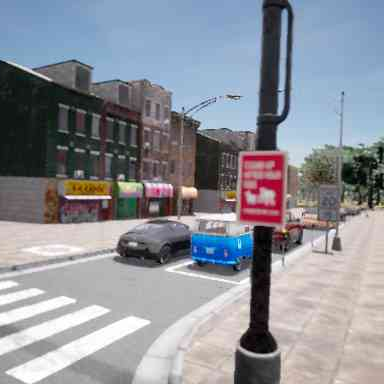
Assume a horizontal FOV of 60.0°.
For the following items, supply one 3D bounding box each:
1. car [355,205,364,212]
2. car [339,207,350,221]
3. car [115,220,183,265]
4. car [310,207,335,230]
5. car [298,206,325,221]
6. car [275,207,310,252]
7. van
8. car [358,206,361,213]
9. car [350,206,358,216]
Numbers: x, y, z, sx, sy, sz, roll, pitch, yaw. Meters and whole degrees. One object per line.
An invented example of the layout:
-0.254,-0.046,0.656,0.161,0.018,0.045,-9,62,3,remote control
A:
41.555,4.072,82.508,1.887,1.381,4.507,1,-1,30,car
17.516,2.723,40.224,1.887,1.381,4.507,2,-1,30,car
-0.986,1.787,12.992,1.994,1.385,4.181,3,0,31,car
10.736,2.167,28.037,2.097,1.767,4.553,3,0,30,car
14.454,2.525,40.039,2.128,1.511,4.902,3,0,30,car
4.166,1.789,16.736,2.192,1.841,5.009,2,-1,30,car
1.494,1.677,12.037,1.690,1.788,3.998,2,-1,30,van
28.200,3.315,59.017,2.008,1.369,4.403,2,-1,30,car
25.529,3.181,54.319,1.947,1.339,4.313,2,-1,30,car
